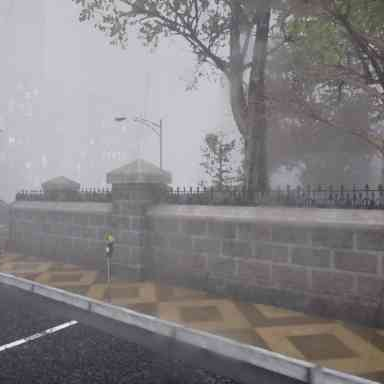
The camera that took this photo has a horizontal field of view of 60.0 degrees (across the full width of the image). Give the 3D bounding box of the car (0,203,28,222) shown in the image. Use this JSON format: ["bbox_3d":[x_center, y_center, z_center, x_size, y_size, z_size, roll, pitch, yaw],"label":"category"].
[{"bbox_3d":[-16.401,1.694,27.438,1.837,1.490,4.892,0,-1,35],"label":"car"}]

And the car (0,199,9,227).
[{"bbox_3d":[-12.763,1.356,20.907,2.150,2.045,5.566,0,-1,35],"label":"car"}]
